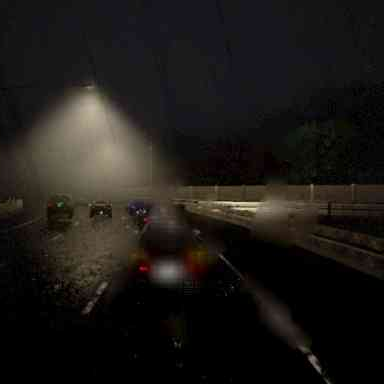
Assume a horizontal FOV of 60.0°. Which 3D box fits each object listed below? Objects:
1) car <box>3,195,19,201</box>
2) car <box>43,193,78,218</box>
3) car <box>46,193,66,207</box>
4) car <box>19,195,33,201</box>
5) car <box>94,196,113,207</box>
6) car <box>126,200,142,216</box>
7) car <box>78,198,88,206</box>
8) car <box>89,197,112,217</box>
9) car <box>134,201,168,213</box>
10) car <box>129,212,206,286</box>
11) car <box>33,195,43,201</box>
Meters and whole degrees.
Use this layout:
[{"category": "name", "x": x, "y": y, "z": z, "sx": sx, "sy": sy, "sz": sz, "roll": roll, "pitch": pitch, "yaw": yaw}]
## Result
[{"category": "car", "x": -44.291, "y": 1.421, "z": 79.645, "sx": 4.902, "sy": 1.511, "sz": 2.128, "roll": 0, "pitch": 0, "yaw": 39}, {"category": "car", "x": -12.174, "y": 1.233, "z": 31.153, "sx": 2.150, "sy": 2.045, "sz": 5.566, "roll": 0, "pitch": 0, "yaw": -17}, {"category": "car", "x": -21.484, "y": 1.242, "z": 52.246, "sx": 2.150, "sy": 2.045, "sz": 5.566, "roll": 0, "pitch": 0, "yaw": -30}, {"category": "car", "x": -42.020, "y": 1.393, "z": 82.309, "sx": 4.892, "sy": 1.490, "sz": 1.837, "roll": 0, "pitch": 0, "yaw": 39}, {"category": "car", "x": -14.467, "y": 1.520, "z": 53.965, "sx": 1.837, "sy": 1.490, "sz": 4.892, "roll": 1, "pitch": 0, "yaw": -29}, {"category": "car", "x": -5.437, "y": 1.531, "z": 32.911, "sx": 1.812, "sy": 1.442, "sz": 4.674, "roll": 0, "pitch": 0, "yaw": -17}, {"category": "car", "x": -17.830, "y": 1.581, "z": 52.768, "sx": 1.994, "sy": 1.385, "sz": 4.181, "roll": 0, "pitch": 0, "yaw": -29}, {"category": "car", "x": -8.528, "y": 1.514, "z": 31.078, "sx": 1.837, "sy": 1.490, "sz": 4.892, "roll": 0, "pitch": 0, "yaw": -16}, {"category": "car", "x": -2.417, "y": 1.551, "z": 20.931, "sx": 2.033, "sy": 1.411, "sz": 5.357, "roll": 0, "pitch": 0, "yaw": -11}, {"category": "car", "x": -0.712, "y": 1.527, "z": 9.369, "sx": 1.812, "sy": 1.442, "sz": 4.674, "roll": 0, "pitch": 0, "yaw": -5}, {"category": "car", "x": -39.338, "y": 1.501, "z": 84.697, "sx": 4.718, "sy": 1.301, "sz": 1.895, "roll": 0, "pitch": 0, "yaw": 39}]
